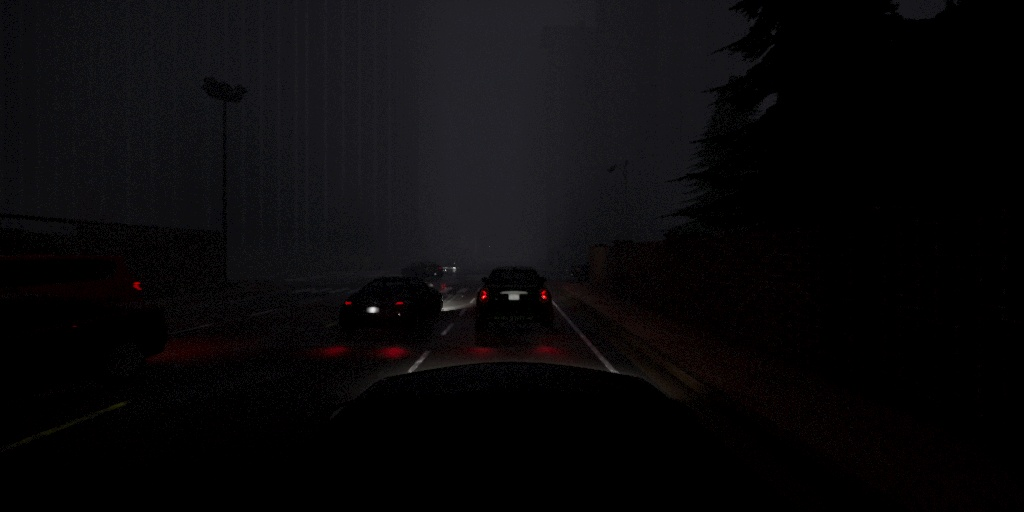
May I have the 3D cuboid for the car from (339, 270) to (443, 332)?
[{"bbox_3d":[-3.435,1.305,10.882,1.994,1.385,4.181,0,0,0],"label":"car"}]

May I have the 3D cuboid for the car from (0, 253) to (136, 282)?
[{"bbox_3d":[-10.586,0.965,6.882,2.150,2.045,5.566,0,0,0],"label":"car"}]

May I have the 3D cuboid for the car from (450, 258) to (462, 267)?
[{"bbox_3d":[-10.527,1.202,63.061,1.837,1.490,4.892,0,0,0],"label":"car"}]

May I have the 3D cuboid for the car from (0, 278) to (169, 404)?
[{"bbox_3d":[-7.088,1.225,4.275,1.882,1.535,5.008,0,0,0],"label":"car"}]

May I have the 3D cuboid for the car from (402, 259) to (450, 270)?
[{"bbox_3d":[-7.470,1.179,29.496,2.128,1.511,4.902,0,0,-40],"label":"car"}]

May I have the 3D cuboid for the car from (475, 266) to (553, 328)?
[{"bbox_3d":[0.067,1.094,11.484,2.097,1.767,4.553,0,0,0],"label":"car"}]

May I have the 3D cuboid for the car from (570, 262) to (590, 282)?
[{"bbox_3d":[6.806,1.165,27.030,4.902,1.511,2.128,0,-1,-14],"label":"car"}]
